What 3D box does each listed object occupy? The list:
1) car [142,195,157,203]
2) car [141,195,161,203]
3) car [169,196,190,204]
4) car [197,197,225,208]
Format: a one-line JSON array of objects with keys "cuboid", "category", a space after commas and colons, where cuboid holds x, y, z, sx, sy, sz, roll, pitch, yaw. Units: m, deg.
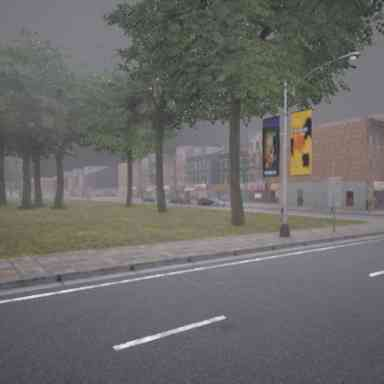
[{"cuboid": [-7.105, 1.273, 60.687, 2.128, 1.511, 4.902, 0, 0, -36], "category": "car"}, {"cuboid": [-8.260, 1.314, 67.032, 1.882, 1.535, 5.008, 0, 0, -36], "category": "car"}, {"cuboid": [-2.257, 1.362, 58.718, 2.128, 1.511, 4.902, 0, 0, -35], "category": "car"}, {"cuboid": [2.653, 1.411, 46.870, 2.128, 1.511, 4.902, 0, 0, -35], "category": "car"}]
